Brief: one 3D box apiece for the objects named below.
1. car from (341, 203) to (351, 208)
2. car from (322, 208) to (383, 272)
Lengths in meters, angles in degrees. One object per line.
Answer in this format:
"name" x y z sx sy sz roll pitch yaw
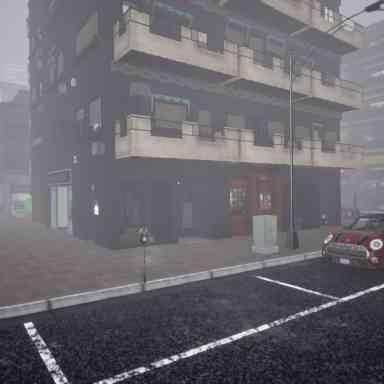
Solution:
"car" 12.976 1.589 30.285 1.994 1.385 4.181 -1 1 -36
"car" 5.938 1.437 10.582 4.097 1.590 1.967 0 -1 -36
